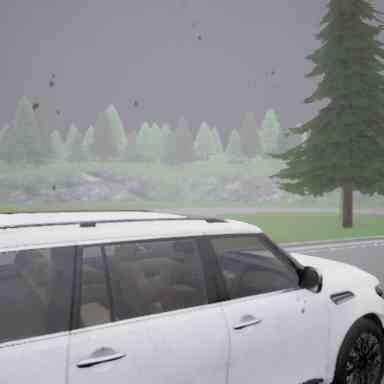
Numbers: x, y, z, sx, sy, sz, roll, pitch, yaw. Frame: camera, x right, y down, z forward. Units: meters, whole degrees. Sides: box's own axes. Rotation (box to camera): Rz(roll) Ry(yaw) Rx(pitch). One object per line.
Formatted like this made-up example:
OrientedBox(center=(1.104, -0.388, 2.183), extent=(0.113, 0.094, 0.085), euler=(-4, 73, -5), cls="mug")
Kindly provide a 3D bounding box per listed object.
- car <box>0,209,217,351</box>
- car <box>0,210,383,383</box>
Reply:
OrientedBox(center=(-1.981, 1.327, 6.336), extent=(4.553, 1.767, 2.097), euler=(0, 0, -34), cls="car")
OrientedBox(center=(-0.240, 1.211, 3.365), extent=(5.566, 2.045, 2.150), euler=(0, 0, -34), cls="car")
